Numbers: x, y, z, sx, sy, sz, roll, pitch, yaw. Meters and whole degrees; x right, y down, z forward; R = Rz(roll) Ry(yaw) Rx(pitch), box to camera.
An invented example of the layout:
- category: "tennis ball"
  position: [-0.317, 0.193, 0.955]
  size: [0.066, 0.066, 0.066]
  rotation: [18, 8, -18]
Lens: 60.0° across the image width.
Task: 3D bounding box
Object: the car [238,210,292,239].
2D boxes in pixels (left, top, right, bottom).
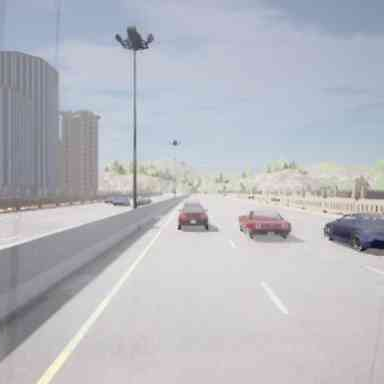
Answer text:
- category: "car"
  position: [3.576, 1.581, 17.247]
  size: [1.895, 1.301, 4.718]
  rotation: [0, 0, 0]

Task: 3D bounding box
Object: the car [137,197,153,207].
- category: "car"
  position: [-7.139, 1.516, 51.059]
  size: [1.994, 1.385, 4.181]
  rotation: [0, 0, 0]

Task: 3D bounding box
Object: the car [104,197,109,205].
- category: "car"
  position: [-14.111, 1.494, 59.348]
  size: [2.033, 1.411, 5.357]
  rotation: [0, 0, 1]

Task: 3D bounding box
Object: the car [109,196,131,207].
- category: "car"
  position: [-10.639, 1.501, 50.653]
  size: [2.033, 1.411, 5.357]
  rotation: [0, 0, 0]

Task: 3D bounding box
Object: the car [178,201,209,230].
- category: "car"
  position: [0.083, 1.504, 20.965]
  size: [1.812, 1.442, 4.674]
  rotation: [0, 0, 0]

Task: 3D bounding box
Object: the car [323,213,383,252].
- category: "car"
  position: [7.078, 1.546, 13.758]
  size: [1.994, 1.385, 4.181]
  rotation: [0, 0, 0]
